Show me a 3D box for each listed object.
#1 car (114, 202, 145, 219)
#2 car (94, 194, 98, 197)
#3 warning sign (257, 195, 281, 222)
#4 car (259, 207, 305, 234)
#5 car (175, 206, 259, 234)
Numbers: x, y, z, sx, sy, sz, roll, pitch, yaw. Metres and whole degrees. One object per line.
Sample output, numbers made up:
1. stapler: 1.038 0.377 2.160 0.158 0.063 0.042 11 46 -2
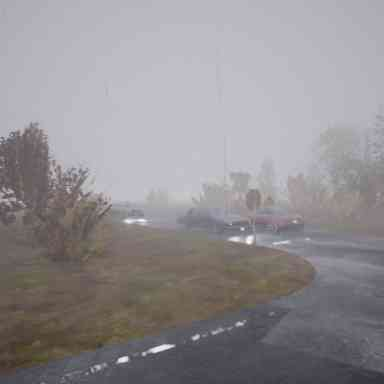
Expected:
1. car: -5.758 1.561 29.031 1.994 1.385 4.181 0 0 -36
2. car: -13.393 1.243 45.103 2.150 2.045 5.566 0 0 -35
3. warning sign: 5.395 1.114 23.325 1.300 1.860 1.060 0 0 -36
4. car: 4.463 1.555 19.454 1.994 1.385 4.181 0 0 -31
5. car: 1.089 1.536 19.458 2.033 1.411 5.357 0 0 -35
